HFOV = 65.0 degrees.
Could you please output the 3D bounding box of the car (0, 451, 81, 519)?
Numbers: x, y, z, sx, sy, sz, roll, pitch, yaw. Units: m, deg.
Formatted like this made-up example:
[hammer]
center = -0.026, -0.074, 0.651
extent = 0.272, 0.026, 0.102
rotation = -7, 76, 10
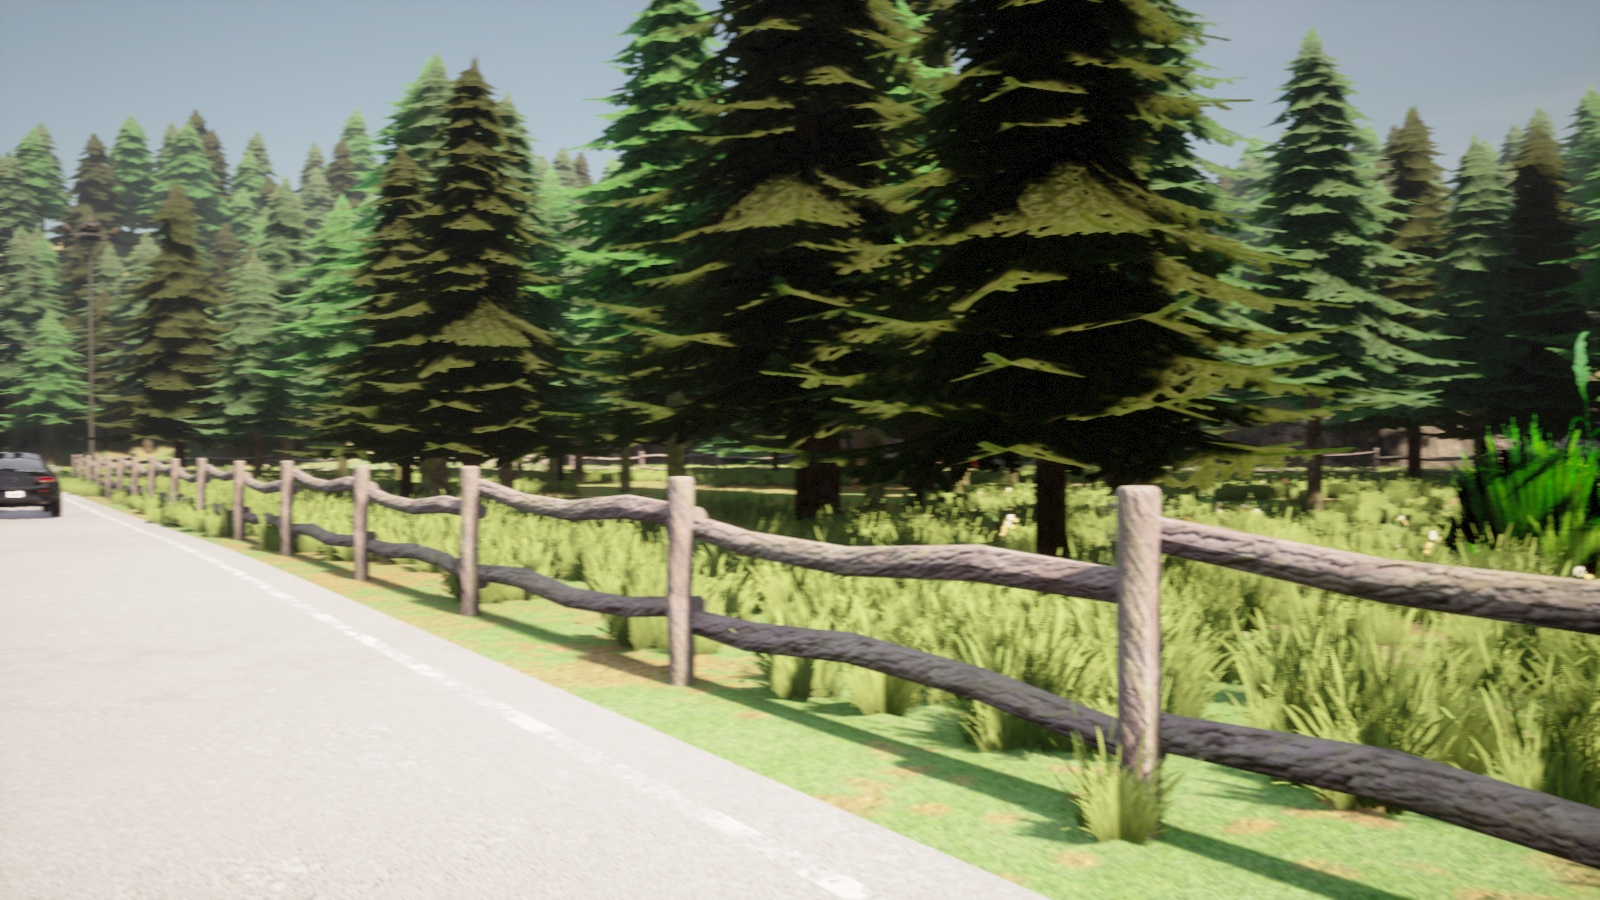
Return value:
[car]
center = -17.905, 0.758, 29.140
extent = 1.812, 1.442, 4.674
rotation = 0, 0, -33
